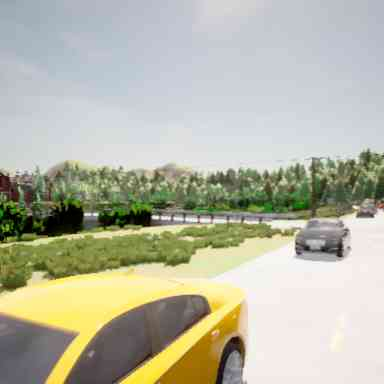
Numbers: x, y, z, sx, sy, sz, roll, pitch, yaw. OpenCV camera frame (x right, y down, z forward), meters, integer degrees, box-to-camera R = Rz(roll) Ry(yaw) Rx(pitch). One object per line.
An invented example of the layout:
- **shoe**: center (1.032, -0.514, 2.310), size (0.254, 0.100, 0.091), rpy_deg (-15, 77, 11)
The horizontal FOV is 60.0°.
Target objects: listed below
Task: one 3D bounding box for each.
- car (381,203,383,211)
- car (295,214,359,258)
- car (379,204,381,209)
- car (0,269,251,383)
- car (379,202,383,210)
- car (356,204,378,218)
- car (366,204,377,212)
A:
- **car**: center (40.545, 3.291, 68.561), size (1.837, 1.490, 4.892), rpy_deg (-1, -2, 26)
- **car**: center (5.950, 1.913, 14.880), size (2.128, 1.511, 4.902), rpy_deg (-2, -2, 30)
- **car**: center (31.201, 2.903, 58.037), size (2.097, 1.767, 4.553), rpy_deg (-2, -2, 30)
- **car**: center (-1.084, 1.584, 2.843), size (1.882, 1.535, 5.008), rpy_deg (-2, -2, 30)
- **car**: center (44.990, 3.230, 77.579), size (2.097, 1.767, 4.553), rpy_deg (-1, -2, 25)
- **car**: center (23.242, 2.551, 44.547), size (2.097, 1.767, 4.553), rpy_deg (-2, -2, 31)
- **car**: center (38.010, 3.357, 70.633), size (1.882, 1.535, 5.008), rpy_deg (-1, -2, 27)
